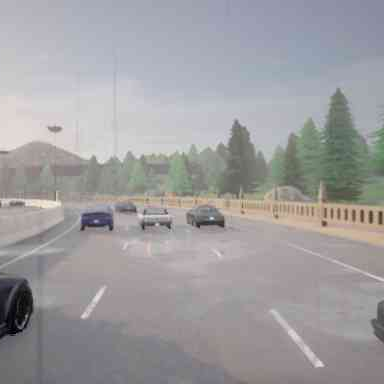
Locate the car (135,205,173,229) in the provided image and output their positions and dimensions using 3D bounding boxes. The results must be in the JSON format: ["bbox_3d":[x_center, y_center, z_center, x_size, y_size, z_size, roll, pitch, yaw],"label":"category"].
[{"bbox_3d":[-2.553,1.672,22.092,1.895,1.301,4.718,0,0,-12],"label":"car"}]

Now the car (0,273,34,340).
[{"bbox_3d":[-3.672,1.591,4.099,1.994,1.385,4.181,0,0,-3],"label":"car"}]

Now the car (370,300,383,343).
[{"bbox_3d":[3.468,1.539,2.167,2.033,1.411,5.357,0,0,-2],"label":"car"}]

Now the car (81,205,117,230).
[{"bbox_3d":[-6.082,1.563,21.743,1.882,1.535,5.008,0,0,-12],"label":"car"}]

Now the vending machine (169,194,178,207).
[{"bbox_3d":[-3.103,1.360,55.600,1.100,2.100,0.880,0,0,-29],"label":"vending machine"}]

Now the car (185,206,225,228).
[{"bbox_3d":[0.819,1.623,22.811,1.994,1.385,4.181,0,0,-12],"label":"car"}]

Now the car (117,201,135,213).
[{"bbox_3d":[-7.740,1.703,38.667,1.994,1.385,4.181,0,0,-21],"label":"car"}]
